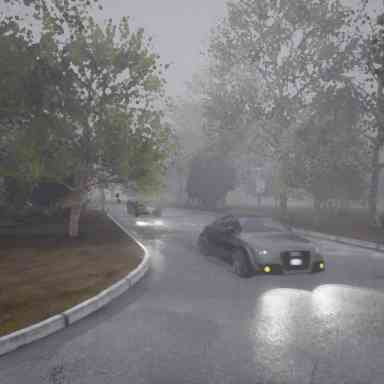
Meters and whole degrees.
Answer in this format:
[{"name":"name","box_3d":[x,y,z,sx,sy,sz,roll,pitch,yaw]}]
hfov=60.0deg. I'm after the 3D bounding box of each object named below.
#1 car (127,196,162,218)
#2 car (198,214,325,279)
[{"name":"car","box_3d":[-3.535,1.008,24.262,2.128,1.511,4.902,1,1,-21]},{"name":"car","box_3d":[1.677,1.332,9.260,1.994,1.385,4.181,1,1,-19]}]
